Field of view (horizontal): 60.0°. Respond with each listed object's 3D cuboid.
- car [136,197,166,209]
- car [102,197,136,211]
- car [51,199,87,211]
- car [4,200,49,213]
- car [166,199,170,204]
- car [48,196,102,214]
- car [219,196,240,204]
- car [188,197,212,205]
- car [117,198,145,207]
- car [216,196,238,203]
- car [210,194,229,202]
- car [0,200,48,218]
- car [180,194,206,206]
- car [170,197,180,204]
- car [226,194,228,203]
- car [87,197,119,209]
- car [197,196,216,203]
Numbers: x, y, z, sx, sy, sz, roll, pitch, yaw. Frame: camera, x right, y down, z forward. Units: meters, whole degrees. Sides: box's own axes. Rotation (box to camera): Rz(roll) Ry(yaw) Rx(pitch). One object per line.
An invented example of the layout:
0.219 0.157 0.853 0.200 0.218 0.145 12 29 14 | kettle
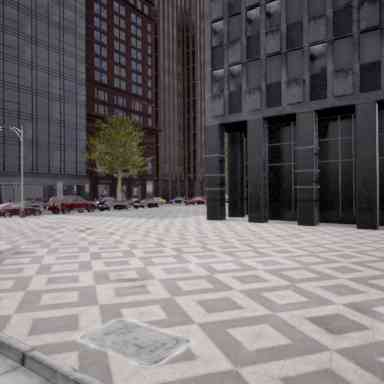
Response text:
-5.781 1.510 43.225 1.947 1.339 4.313 -1 0 35 | car
-8.976 1.526 38.579 1.947 1.339 4.313 -1 0 35 | car
-15.997 1.643 43.413 1.802 1.307 4.206 -1 0 35 | car
-19.193 1.644 38.767 1.947 1.339 4.313 -1 0 35 | car
-6.507 1.546 57.212 1.752 1.417 4.829 -1 0 35 | car
-12.173 1.291 33.935 2.192 1.841 5.009 -1 0 35 | car
7.001 1.465 61.808 1.947 1.339 4.313 -1 0 35 | car
1.455 1.541 58.284 1.895 1.301 4.718 -1 0 34 | car
-9.606 1.615 52.706 1.802 1.307 4.206 -1 0 35 | car
7.117 1.471 66.515 2.033 1.411 5.357 -1 0 35 | car
6.371 1.298 75.940 2.192 1.841 5.009 -1 0 35 | car
-15.367 1.577 29.287 1.802 1.307 4.206 -1 0 35 | car
0.609 1.464 52.517 1.887 1.381 4.507 -1 0 35 | car
-3.214 1.576 62.000 1.947 1.339 4.313 -1 0 35 | car
3.803 1.224 57.164 2.192 1.841 5.009 -1 0 35 | car
-12.803 1.486 48.060 1.967 1.590 4.097 -1 0 35 | car
3.177 1.537 71.293 1.887 1.381 4.507 -1 0 35 | car
